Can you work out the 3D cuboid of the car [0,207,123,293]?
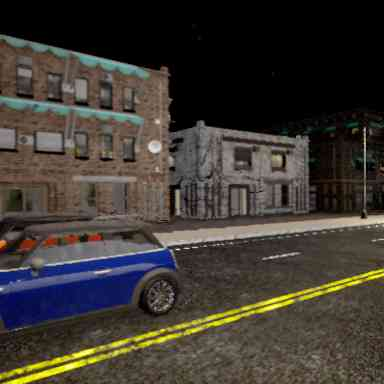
[{"bbox_3d":[-4.328,1.357,8.559,4.553,1.767,2.097,0,0,-35],"label":"car"}]

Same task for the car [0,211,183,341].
[{"bbox_3d":[-2.465,1.356,5.896,4.553,1.767,2.097,0,0,-35],"label":"car"}]
